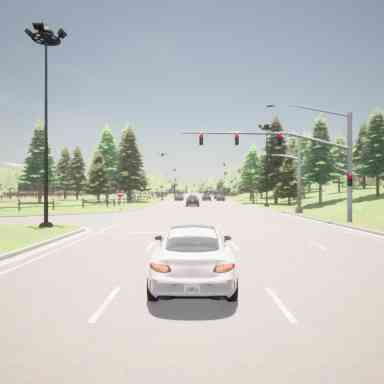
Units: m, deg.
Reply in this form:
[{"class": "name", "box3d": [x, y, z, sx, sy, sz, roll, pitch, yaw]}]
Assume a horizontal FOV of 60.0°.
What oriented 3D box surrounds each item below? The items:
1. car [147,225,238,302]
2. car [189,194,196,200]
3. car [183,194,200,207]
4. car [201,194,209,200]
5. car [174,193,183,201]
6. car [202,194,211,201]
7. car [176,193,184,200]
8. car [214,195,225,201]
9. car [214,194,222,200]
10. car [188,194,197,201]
[{"class": "car", "box3d": [0.021, 1.526, 8.143, 1.812, 1.442, 4.674, 0, 0, 0]}, {"class": "car", "box3d": [0.171, 1.332, 93.079, 1.837, 1.490, 4.892, 0, 0, 0]}, {"class": "car", "box3d": [0.096, 1.352, 52.017, 2.097, 1.767, 4.553, 0, 0, 0]}, {"class": "car", "box3d": [3.671, 1.372, 93.073, 2.033, 1.411, 5.357, 0, 0, 0]}, {"class": "car", "box3d": [-3.347, 1.544, 83.049, 1.994, 1.385, 4.181, 0, 0, 0]}, {"class": "car", "box3d": [3.653, 1.348, 83.040, 2.097, 1.767, 4.553, 0, 0, 0]}, {"class": "car", "box3d": [-3.329, 1.187, 93.056, 2.097, 1.767, 4.553, 0, 0, 0]}, {"class": "car", "box3d": [7.152, 1.517, 82.647, 2.128, 1.511, 4.902, 0, 0, 0]}, {"class": "car", "box3d": [7.171, 1.385, 93.067, 1.994, 1.385, 4.181, 0, 0, 0]}, {"class": "car", "box3d": [0.153, 1.348, 83.046, 2.097, 1.767, 4.553, 0, 0, 0]}]
